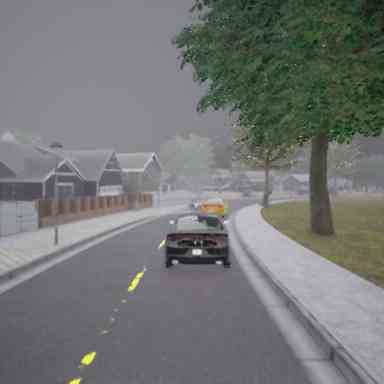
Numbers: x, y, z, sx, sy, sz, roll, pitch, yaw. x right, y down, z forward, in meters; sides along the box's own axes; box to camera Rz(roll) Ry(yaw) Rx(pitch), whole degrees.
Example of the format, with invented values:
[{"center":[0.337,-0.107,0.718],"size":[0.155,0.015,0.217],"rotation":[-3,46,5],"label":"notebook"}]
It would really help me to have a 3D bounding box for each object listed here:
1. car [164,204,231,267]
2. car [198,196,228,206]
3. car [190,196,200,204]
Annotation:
[{"center":[0.235,1.399,11.138],"size":[1.882,1.535,5.008],"rotation":[0,0,2],"label":"car"},{"center":[2.039,1.297,28.833],"size":[1.882,1.535,5.008],"rotation":[0,0,9],"label":"car"},{"center":[1.035,1.230,38.299],"size":[2.128,1.511,4.902],"rotation":[1,0,14],"label":"car"}]
